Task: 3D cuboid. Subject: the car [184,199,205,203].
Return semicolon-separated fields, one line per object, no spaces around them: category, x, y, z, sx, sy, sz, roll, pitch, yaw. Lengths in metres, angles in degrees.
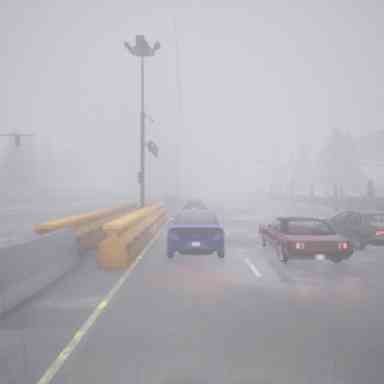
car;0.216;1.310;29.150;1.994;1.385;4.181;0;1;0

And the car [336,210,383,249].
car;7.136;1.443;13.943;2.033;1.411;5.357;0;1;0

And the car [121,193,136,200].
car;-13.659;0.868;69.819;1.812;1.442;4.674;0;1;0

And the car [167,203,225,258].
car;0.130;1.389;12.463;1.882;1.535;5.008;0;1;0

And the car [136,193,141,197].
car;-13.575;0.787;85.215;1.895;1.301;4.718;0;1;0

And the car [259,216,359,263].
car;3.626;1.520;11.587;1.895;1.301;4.718;0;1;0
